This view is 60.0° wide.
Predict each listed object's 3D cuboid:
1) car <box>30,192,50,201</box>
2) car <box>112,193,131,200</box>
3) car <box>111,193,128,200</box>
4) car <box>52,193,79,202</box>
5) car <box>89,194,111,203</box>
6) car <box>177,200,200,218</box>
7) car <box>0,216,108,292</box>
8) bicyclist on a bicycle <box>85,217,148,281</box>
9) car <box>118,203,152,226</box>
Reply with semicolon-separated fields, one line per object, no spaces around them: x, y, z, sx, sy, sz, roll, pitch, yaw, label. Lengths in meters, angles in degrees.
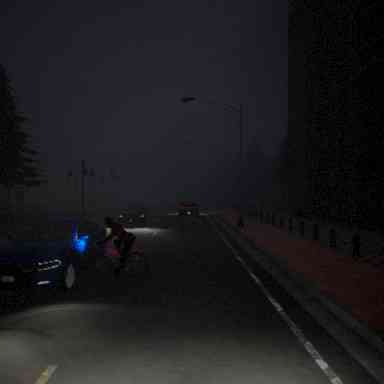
-36.868;1.334;79.727;3.633;1.501;1.845;0;0;-1;car
-18.369;1.112;83.590;4.605;1.855;1.932;0;0;-1;car
-18.821;1.091;86.490;3.866;1.878;1.905;0;0;-1;car
-25.714;1.399;67.885;3.806;1.475;1.970;0;0;-1;car
-18.253;1.388;65.007;3.633;1.501;1.845;0;0;-1;car
-0.294;1.504;30.336;1.837;1.490;4.892;0;0;-1;car
-3.707;1.477;9.149;1.882;1.535;5.008;0;0;-1;car
-1.958;1.453;8.549;1.656;1.620;0.582;-2;0;-1;bicyclist on a bicycle
-3.892;1.526;23.350;1.812;1.442;4.674;0;0;-1;car
